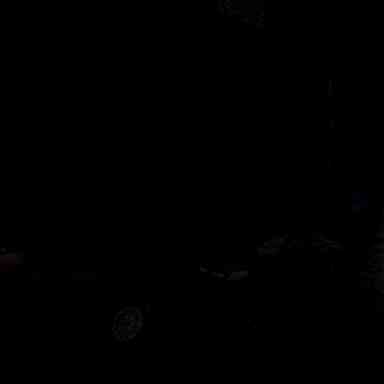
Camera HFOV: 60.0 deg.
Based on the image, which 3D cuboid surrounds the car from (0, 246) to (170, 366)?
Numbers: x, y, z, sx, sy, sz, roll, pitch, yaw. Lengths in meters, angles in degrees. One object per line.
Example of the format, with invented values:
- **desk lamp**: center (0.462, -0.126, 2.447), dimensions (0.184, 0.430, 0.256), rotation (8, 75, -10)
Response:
- **car**: center (-2.470, 1.545, 4.772), dimensions (4.507, 1.381, 1.887), rotation (0, 0, -36)

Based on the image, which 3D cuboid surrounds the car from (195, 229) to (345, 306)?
- **car**: center (2.024, 1.581, 7.986), dimensions (4.206, 1.307, 1.802), rotation (0, 0, -36)
